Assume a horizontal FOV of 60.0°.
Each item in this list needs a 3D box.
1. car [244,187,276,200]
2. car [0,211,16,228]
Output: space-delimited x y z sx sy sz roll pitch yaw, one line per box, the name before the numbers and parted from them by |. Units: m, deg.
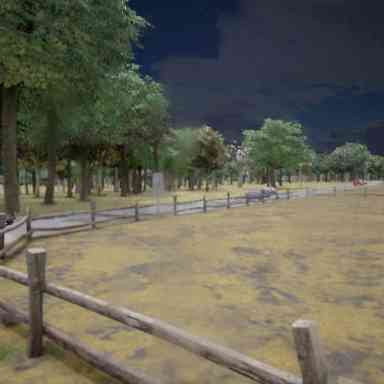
car | 8.666 0.294 43.431 2.033 1.411 5.357 0 2 36
car | -11.184 1.280 16.035 1.837 1.490 4.892 0 2 36
